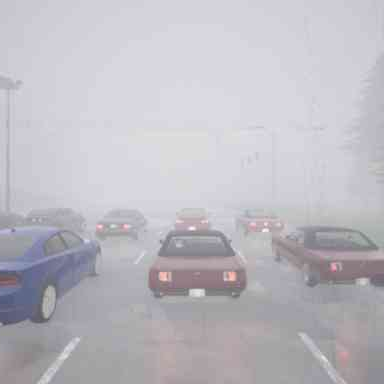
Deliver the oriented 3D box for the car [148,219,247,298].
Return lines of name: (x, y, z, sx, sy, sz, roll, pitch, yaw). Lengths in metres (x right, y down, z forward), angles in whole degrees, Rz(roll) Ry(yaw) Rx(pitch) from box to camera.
car: (0.089, 1.597, 8.433, 1.895, 1.301, 4.718, 0, 0, 0)

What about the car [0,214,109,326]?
car: (-3.409, 1.474, 7.176, 1.882, 1.535, 5.008, 0, 0, 0)

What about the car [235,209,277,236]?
car: (3.538, 1.592, 18.394, 1.895, 1.301, 4.718, 0, 0, -1)

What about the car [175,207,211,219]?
car: (0.049, 1.517, 17.535, 1.812, 1.442, 4.674, 0, 0, 1)

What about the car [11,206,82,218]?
car: (-6.939, 1.497, 17.030, 1.837, 1.490, 4.892, 0, 0, 0)

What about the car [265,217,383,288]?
car: (3.589, 1.596, 9.224, 1.895, 1.301, 4.718, 0, 0, 0)

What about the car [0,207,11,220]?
car: (-10.440, 1.483, 17.014, 2.128, 1.511, 4.902, 0, 0, 0)

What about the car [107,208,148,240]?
car: (-3.433, 1.539, 16.985, 2.033, 1.411, 5.357, 0, 0, 0)
